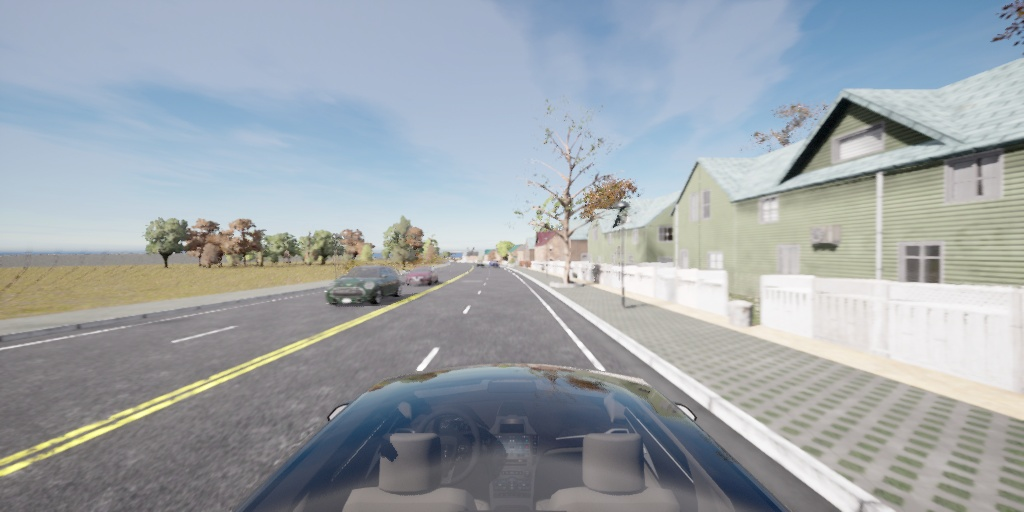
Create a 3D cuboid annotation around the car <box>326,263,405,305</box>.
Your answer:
[{"bbox_3d":[-6.803,1.250,16.910,2.097,1.767,4.553,0,0,-1],"label":"car"}]

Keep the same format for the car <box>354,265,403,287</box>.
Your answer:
[{"bbox_3d":[-10.275,1.503,28.063,2.128,1.511,4.902,0,-1,-2],"label":"car"}]

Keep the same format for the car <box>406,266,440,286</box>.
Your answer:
[{"bbox_3d":[-7.034,1.532,28.502,1.812,1.442,4.674,0,-1,-2],"label":"car"}]
